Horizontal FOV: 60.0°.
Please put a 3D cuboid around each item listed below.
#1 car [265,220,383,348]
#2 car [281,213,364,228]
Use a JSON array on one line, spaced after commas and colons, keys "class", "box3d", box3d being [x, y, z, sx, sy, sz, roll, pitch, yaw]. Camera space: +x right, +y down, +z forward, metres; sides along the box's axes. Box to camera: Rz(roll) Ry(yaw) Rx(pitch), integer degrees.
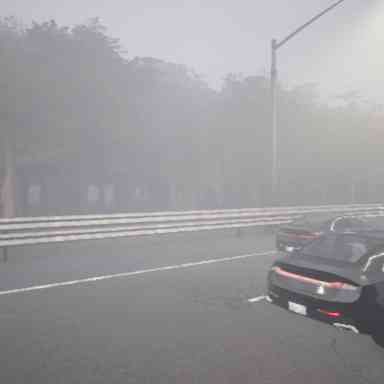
[{"class": "car", "box3d": [3.539, 1.485, 6.235, 4.902, 1.511, 2.128, 0, 0, -34]}, {"class": "car", "box3d": [4.998, 1.488, 11.494, 4.892, 1.490, 1.837, 0, 0, -34]}]
